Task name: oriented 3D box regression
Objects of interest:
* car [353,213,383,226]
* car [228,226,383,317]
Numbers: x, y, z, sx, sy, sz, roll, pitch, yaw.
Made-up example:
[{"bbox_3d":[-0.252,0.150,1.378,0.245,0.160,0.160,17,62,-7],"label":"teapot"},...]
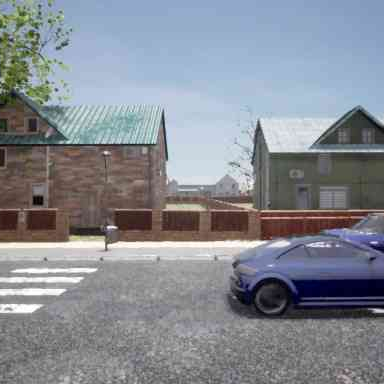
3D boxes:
[{"bbox_3d":[5.772,1.385,9.751,4.553,1.767,2.097,-1,-1,1],"label":"car"},{"bbox_3d":[2.839,1.563,6.857,4.181,1.385,1.994,-1,-1,1],"label":"car"}]
